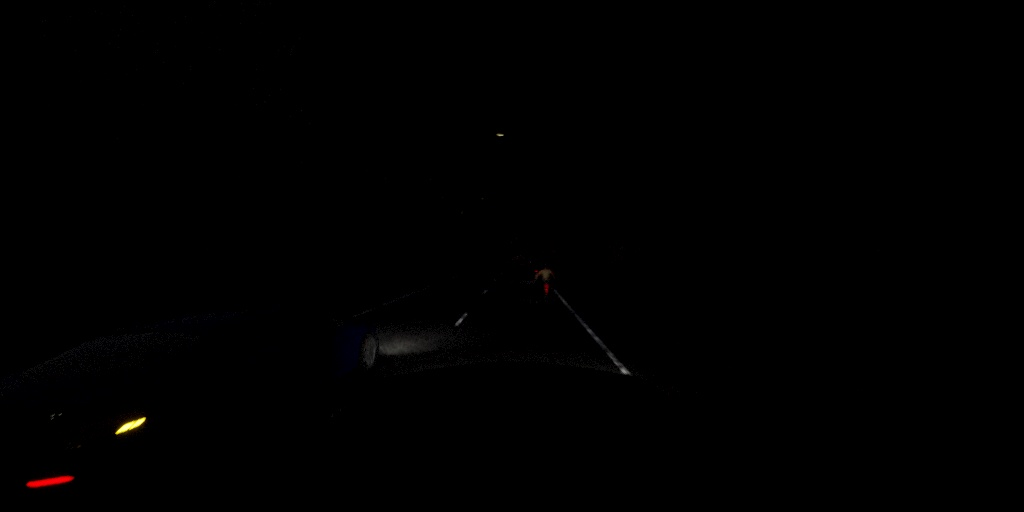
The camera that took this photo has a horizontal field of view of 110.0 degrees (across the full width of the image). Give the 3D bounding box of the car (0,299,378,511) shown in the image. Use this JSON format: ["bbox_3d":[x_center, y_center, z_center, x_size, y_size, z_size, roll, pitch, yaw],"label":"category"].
[{"bbox_3d":[-3.319,1.265,4.468,1.812,1.442,4.674,0,1,1],"label":"car"}]

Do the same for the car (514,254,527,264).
[{"bbox_3d":[1.362,0.468,56.917,1.882,1.535,5.008,0,1,2],"label":"car"}]

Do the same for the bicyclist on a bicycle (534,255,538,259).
[{"bbox_3d":[1.454,0.835,21.881,0.659,1.776,1.843,0,1,1],"label":"bicyclist on a bicycle"}]

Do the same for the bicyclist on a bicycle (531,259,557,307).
[{"bbox_3d":[1.242,1.019,13.285,0.866,1.612,1.509,0,1,2],"label":"bicyclist on a bicycle"}]
